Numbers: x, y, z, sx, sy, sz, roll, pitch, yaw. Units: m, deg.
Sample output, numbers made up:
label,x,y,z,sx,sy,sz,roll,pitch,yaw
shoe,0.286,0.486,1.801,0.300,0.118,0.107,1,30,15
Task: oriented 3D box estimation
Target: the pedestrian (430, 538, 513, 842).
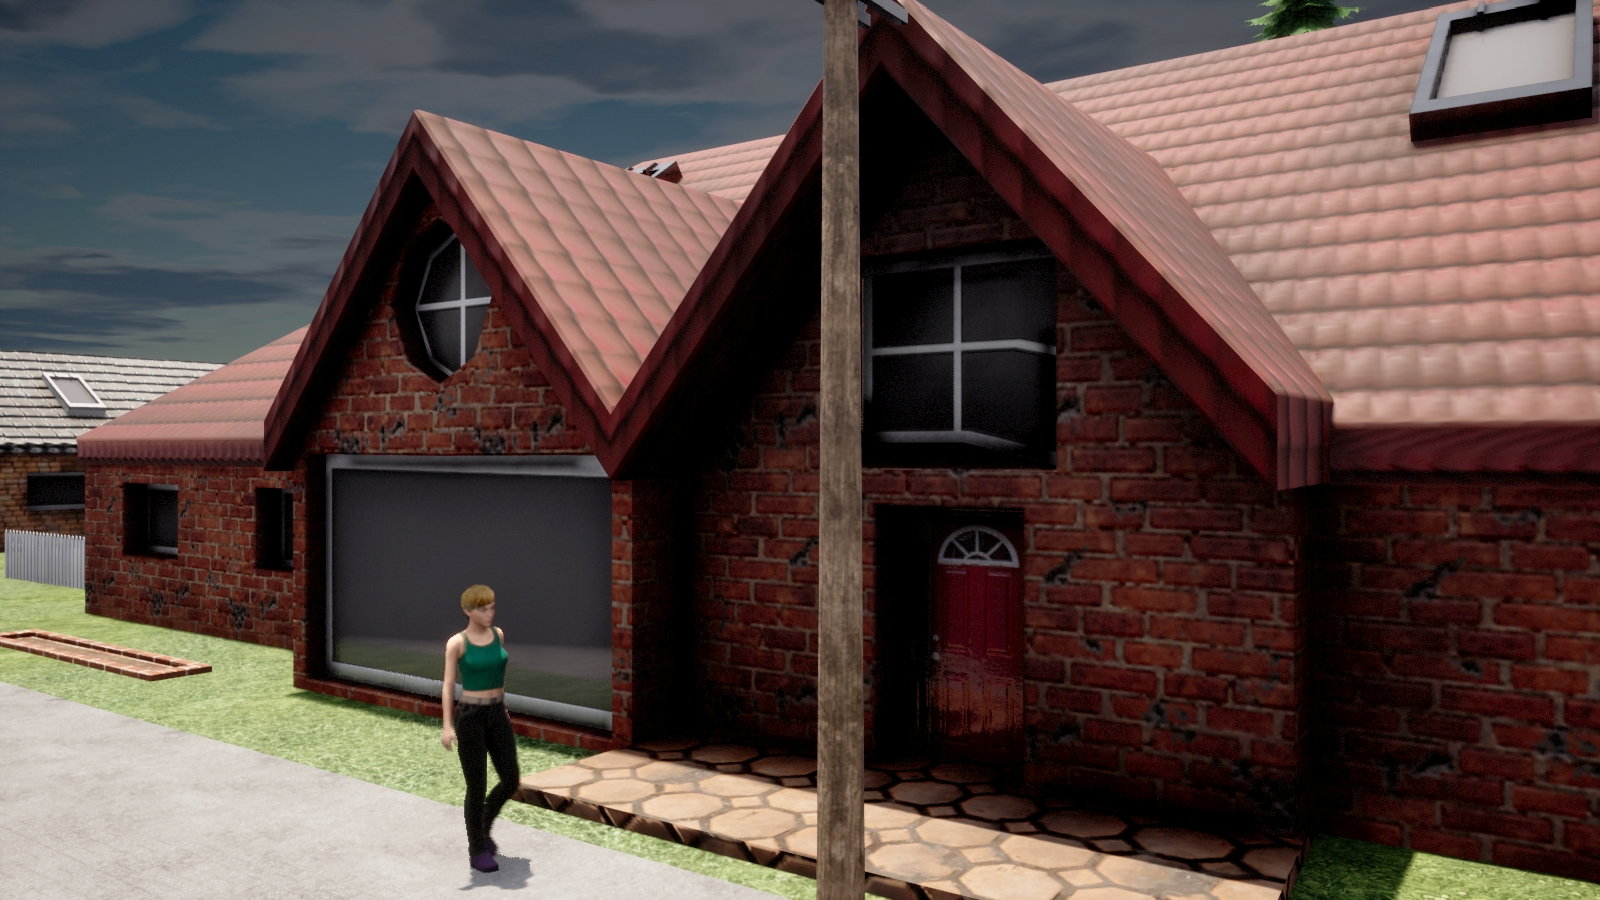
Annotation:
label,x,y,z,sx,sy,sz,roll,pitch,yaw
pedestrian,-2.129,1.524,7.412,0.375,1.860,0.375,0,0,41
